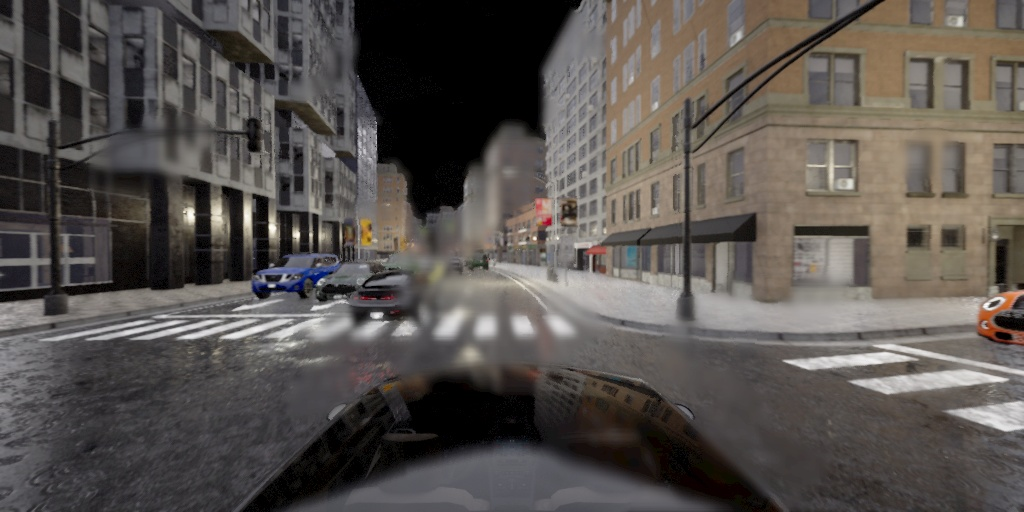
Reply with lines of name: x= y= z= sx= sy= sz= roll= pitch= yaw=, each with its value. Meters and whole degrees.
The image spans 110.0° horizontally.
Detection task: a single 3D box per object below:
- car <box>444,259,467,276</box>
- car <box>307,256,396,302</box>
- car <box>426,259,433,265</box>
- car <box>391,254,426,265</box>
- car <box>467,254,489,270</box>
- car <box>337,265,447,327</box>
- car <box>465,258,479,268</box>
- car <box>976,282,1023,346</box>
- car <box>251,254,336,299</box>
car: x=-5.650 y=1.112 z=35.329 sx=1.837 sy=1.490 sz=4.892 roll=0 pitch=0 yaw=-8
car: x=-7.170 y=1.046 z=16.638 sx=2.097 sy=1.767 sz=4.553 roll=0 pitch=0 yaw=-4
car: x=-9.809 y=1.089 z=39.868 sx=2.128 sy=1.511 sz=4.902 roll=0 pitch=1 yaw=-10
car: x=-7.986 y=0.874 z=26.175 sx=2.150 sy=2.045 sz=5.566 roll=0 pitch=0 yaw=-6
car: x=-4.312 y=0.777 z=46.911 sx=2.150 sy=2.045 sz=5.566 roll=0 pitch=0 yaw=-12
car: x=-3.420 y=1.215 z=11.306 sx=1.837 sy=1.490 sz=4.892 roll=0 pitch=0 yaw=-2
car: x=-6.453 y=1.028 z=57.293 sx=1.837 sy=1.490 sz=4.892 roll=0 pitch=0 yaw=-12
car: x=11.968 y=0.978 z=7.061 sx=4.553 sy=1.767 sz=2.097 roll=0 pitch=1 yaw=-13
car: x=-10.525 y=0.918 z=18.157 sx=2.150 sy=2.045 sz=5.566 roll=0 pitch=0 yaw=-4
